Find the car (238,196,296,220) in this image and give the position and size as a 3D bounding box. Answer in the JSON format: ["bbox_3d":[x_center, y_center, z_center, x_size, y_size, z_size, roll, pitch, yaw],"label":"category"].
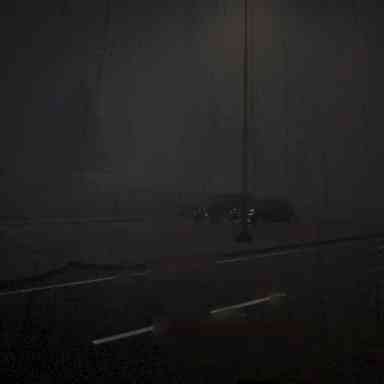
[{"bbox_3d":[7.168,1.433,31.564,5.566,2.045,2.150,1,0,-35],"label":"car"}]

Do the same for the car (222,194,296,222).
[{"bbox_3d":[4.521,1.211,21.101,4.553,1.767,2.097,1,0,-35],"label":"car"}]

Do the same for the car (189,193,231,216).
[{"bbox_3d":[2.459,1.078,23.930,5.566,2.045,2.150,1,0,-35],"label":"car"}]
